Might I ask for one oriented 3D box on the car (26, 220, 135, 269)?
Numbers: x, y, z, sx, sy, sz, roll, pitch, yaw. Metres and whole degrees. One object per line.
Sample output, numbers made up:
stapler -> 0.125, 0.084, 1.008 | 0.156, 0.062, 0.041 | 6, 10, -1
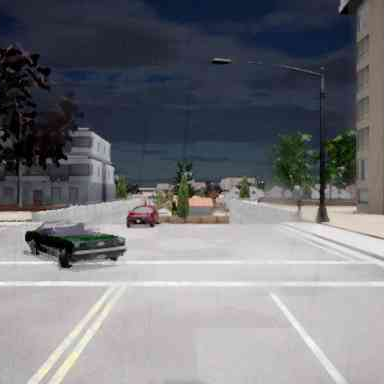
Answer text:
car -> -4.162, 1.664, 11.626 | 1.895, 1.301, 4.718 | 1, -1, -42

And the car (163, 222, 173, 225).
car -> -3.508, 4.635, 43.693 | 1.882, 1.535, 5.008 | 0, -10, 0

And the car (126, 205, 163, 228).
car -> -3.554, 1.754, 24.640 | 1.882, 1.535, 5.008 | 0, -2, 0
